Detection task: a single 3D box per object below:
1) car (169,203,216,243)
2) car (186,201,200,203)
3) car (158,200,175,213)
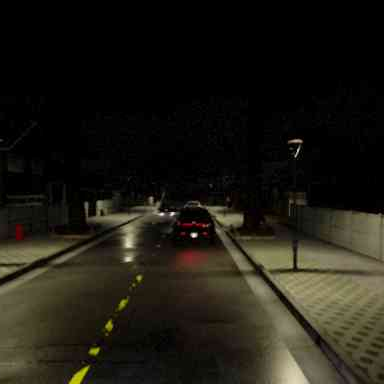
[{"bbox_3d":[0.089,1.504,15.921,1.837,1.490,4.892,0,0,0],"label":"car"},{"bbox_3d":[0.086,1.588,32.084,1.812,1.442,4.674,0,0,0],"label":"car"},{"bbox_3d":[-2.856,1.644,39.376,2.033,1.411,5.357,0,0,0],"label":"car"}]
